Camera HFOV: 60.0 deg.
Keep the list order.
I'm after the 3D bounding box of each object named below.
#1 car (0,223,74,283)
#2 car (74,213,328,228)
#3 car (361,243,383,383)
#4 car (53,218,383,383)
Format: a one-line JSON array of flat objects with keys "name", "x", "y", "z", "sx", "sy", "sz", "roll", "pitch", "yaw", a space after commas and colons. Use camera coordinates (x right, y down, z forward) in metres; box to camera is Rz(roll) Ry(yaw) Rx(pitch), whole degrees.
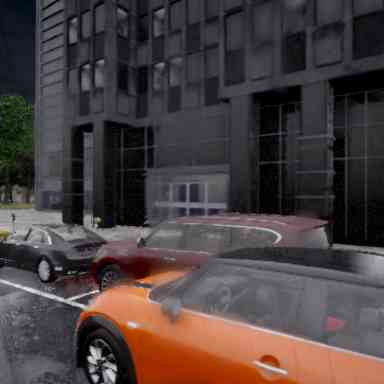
[{"name": "car", "x": -4.192, "y": 1.575, "z": 9.571, "sx": 4.403, "sy": 1.369, "sz": 2.008, "roll": 0, "pitch": 0, "yaw": 35}, {"name": "car", "x": 0.251, "y": 1.340, "z": 6.435, "sx": 5.009, "sy": 1.841, "sz": 2.192, "roll": 0, "pitch": 0, "yaw": 35}, {"name": "car", "x": 4.554, "y": 1.552, "z": 3.397, "sx": 4.829, "sy": 1.417, "sz": 1.752, "roll": 0, "pitch": 0, "yaw": 35}, {"name": "car", "x": 0.744, "y": 1.368, "z": 3.583, "sx": 4.553, "sy": 1.767, "sz": 2.097, "roll": 0, "pitch": 0, "yaw": 37}]
